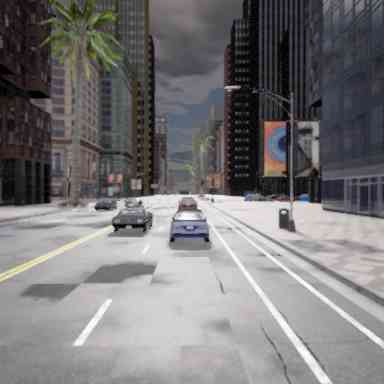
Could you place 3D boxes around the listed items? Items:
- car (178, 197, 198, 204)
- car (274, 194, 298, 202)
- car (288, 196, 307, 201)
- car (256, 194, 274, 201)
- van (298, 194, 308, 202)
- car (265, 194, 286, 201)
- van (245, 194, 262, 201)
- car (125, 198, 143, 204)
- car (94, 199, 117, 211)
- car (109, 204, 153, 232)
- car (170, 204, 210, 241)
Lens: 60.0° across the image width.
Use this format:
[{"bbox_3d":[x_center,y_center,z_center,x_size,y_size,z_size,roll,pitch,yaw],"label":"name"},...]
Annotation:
[{"bbox_3d":[-0.438,1.362,36.720,2.097,1.767,4.553,0,0,-1],"label":"car"},{"bbox_3d":[21.599,1.646,77.075,4.206,1.307,1.802,0,0,-1],"label":"car"},{"bbox_3d":[27.142,1.633,85.687,4.206,1.307,1.802,0,0,-1],"label":"car"},{"bbox_3d":[15.922,1.609,76.987,4.403,1.369,2.008,0,0,-1],"label":"car"},{"bbox_3d":[27.277,1.412,77.163,3.998,1.788,1.690,0,0,-1],"label":"van"},{"bbox_3d":[21.465,1.359,85.598,5.009,1.841,2.192,0,0,-1],"label":"car"},{"bbox_3d":[15.789,1.379,85.510,3.998,1.788,1.690,0,0,-1],"label":"van"},{"bbox_3d":[-7.199,1.492,41.459,2.128,1.511,4.902,0,0,-1],"label":"car"},{"bbox_3d":[-10.445,1.541,40.782,2.033,1.411,5.357,0,0,-1],"label":"car"},{"bbox_3d":[-3.437,1.599,20.123,1.895,1.301,4.718,0,0,-1],"label":"car"},{"bbox_3d":[-0.139,1.551,16.587,2.033,1.411,5.357,0,0,-1],"label":"car"}]
